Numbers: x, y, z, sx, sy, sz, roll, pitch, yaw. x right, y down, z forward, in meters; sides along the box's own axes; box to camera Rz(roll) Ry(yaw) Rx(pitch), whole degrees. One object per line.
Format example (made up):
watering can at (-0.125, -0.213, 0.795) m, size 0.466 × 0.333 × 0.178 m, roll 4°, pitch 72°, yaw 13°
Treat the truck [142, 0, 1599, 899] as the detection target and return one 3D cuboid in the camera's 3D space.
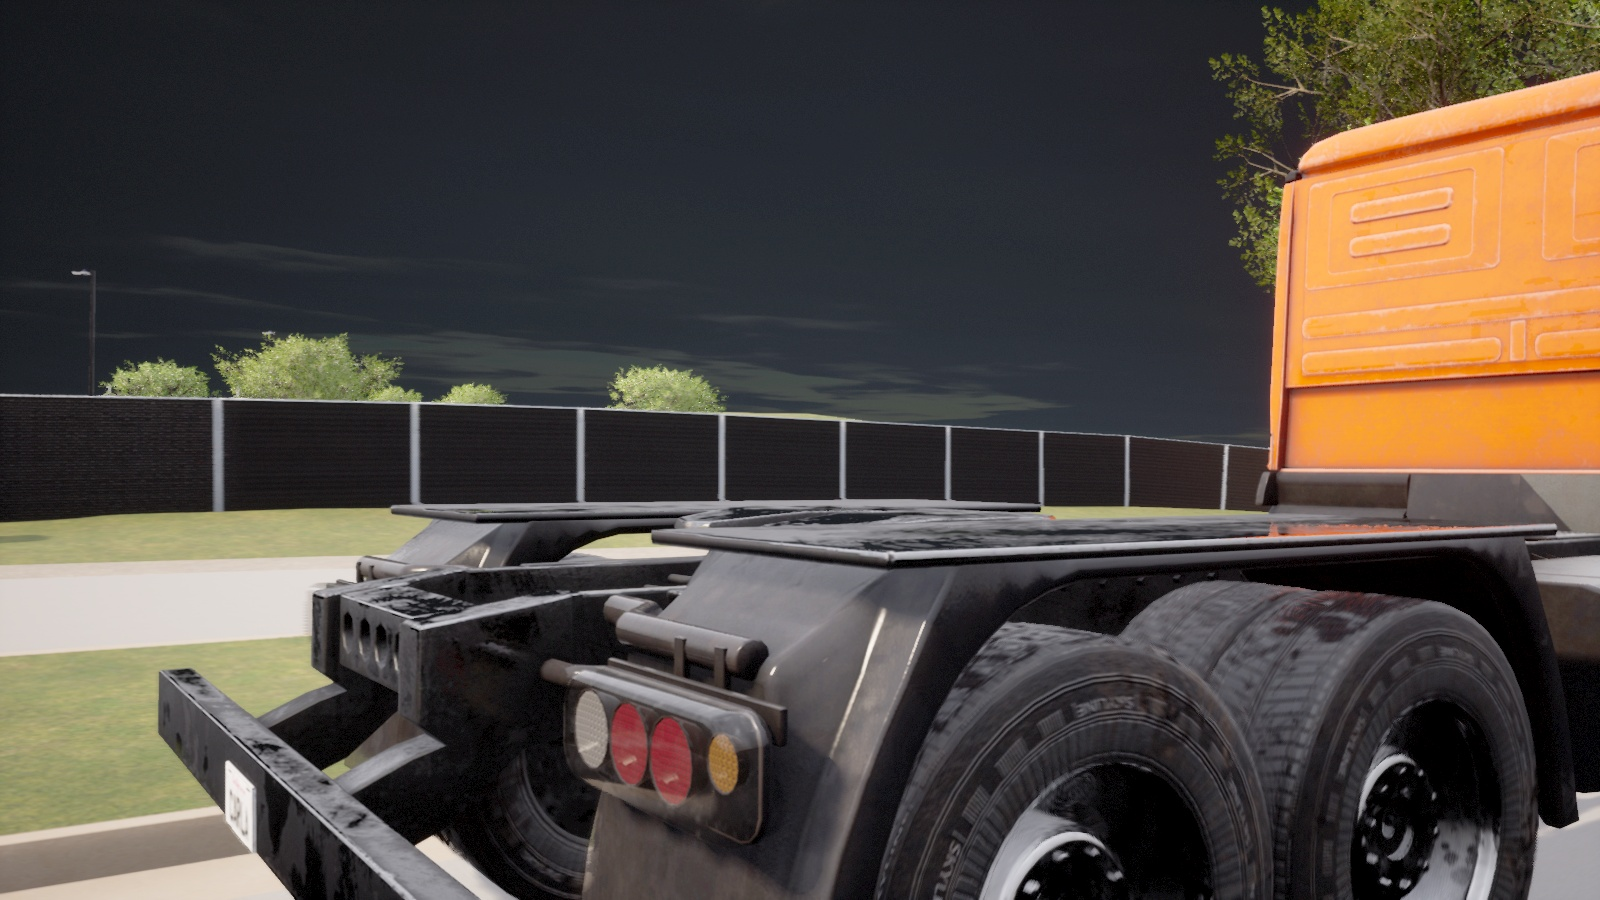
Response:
truck at (2.004, -0.192, 5.067) m, size 7.936 × 3.462 × 2.891 m, roll 1°, pitch -1°, yaw -35°
